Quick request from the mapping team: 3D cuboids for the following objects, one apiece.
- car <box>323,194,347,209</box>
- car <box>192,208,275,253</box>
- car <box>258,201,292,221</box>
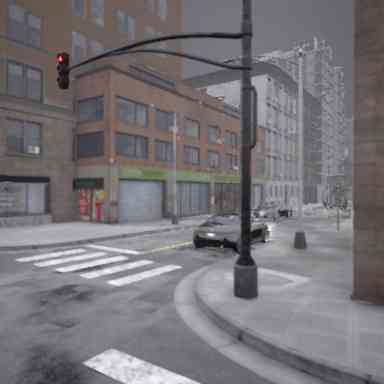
[{"bbox_3d":[19.719,1.222,45.631,2.150,2.045,5.566,0,0,35],"label":"car"},{"bbox_3d":[1.754,1.557,14.007,1.994,1.385,4.181,0,0,32],"label":"car"},{"bbox_3d":[6.634,1.484,27.049,2.128,1.511,4.902,0,0,35],"label":"car"}]
